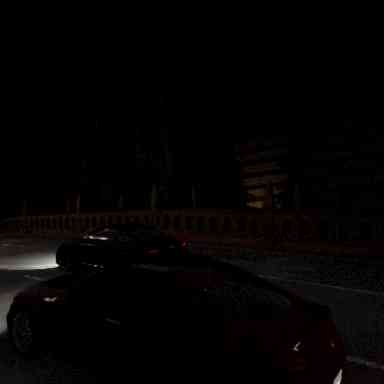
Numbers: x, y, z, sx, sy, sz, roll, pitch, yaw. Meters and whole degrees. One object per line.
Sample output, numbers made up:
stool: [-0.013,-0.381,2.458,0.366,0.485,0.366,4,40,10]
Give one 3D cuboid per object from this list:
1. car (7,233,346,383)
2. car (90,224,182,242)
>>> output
car: [-0.549,1.548,4.383,4.674,1.442,1.812,0,0,35]
car: [-2.153,1.641,9.826,4.181,1.385,1.994,-1,-1,35]
